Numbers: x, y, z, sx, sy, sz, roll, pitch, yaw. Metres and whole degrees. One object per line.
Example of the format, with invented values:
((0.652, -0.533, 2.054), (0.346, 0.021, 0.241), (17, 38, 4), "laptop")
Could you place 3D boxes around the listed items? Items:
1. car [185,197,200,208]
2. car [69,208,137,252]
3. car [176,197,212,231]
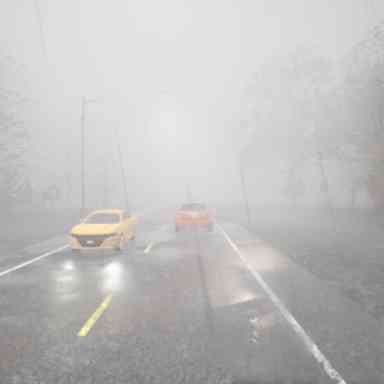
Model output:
((0.105, 1.572, 51.264), (2.128, 1.511, 4.902), (0, 0, 0), "car")
((-3.589, 1.500, 14.221), (1.882, 1.535, 5.008), (0, 0, 0), "car")
((0.102, 1.384, 20.742), (2.097, 1.767, 4.553), (0, 0, 0), "car")
